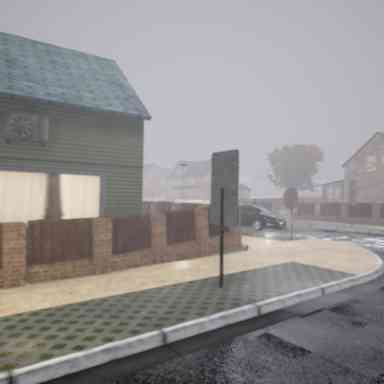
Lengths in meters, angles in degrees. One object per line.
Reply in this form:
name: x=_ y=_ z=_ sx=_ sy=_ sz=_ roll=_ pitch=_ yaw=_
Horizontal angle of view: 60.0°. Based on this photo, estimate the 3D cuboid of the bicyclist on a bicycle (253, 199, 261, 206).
bicyclist on a bicycle: x=5.432 y=1.462 z=28.282 sx=1.656 sy=1.620 sz=0.582 roll=1 pitch=-1 yaw=-34

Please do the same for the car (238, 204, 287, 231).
car: x=3.603 y=1.505 z=20.456 sx=1.837 sy=1.490 sz=4.892 roll=2 pitch=-1 yaw=-34
